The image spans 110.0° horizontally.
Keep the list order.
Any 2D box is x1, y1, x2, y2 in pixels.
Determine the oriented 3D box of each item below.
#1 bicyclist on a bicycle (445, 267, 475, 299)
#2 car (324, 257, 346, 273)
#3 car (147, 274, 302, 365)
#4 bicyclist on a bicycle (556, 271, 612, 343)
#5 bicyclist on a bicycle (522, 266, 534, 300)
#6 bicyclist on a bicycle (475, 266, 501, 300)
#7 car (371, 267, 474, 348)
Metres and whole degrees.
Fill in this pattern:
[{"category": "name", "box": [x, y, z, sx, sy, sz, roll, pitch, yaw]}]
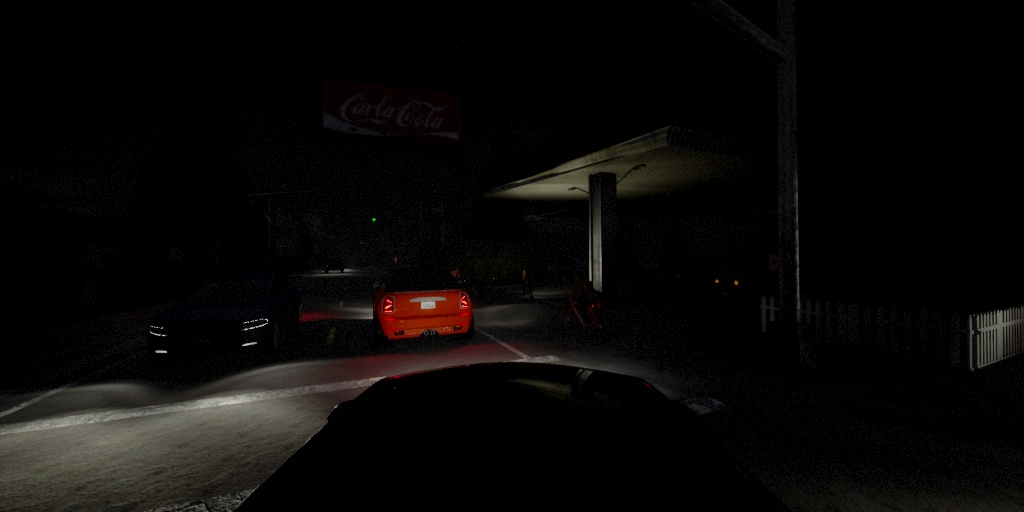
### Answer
[{"category": "bicyclist on a bicycle", "box": [-2.617, 1.316, 16.374, 1.656, 1.620, 0.582, 1, 0, 37]}, {"category": "car", "box": [-23.680, 1.201, 47.821, 2.150, 2.045, 5.566, -1, 0, -25]}, {"category": "car", "box": [-6.253, 1.216, 8.379, 1.882, 1.535, 5.008, -1, 0, -23]}, {"category": "bicyclist on a bicycle", "box": [1.709, 1.199, 8.660, 0.582, 1.620, 1.656, 3, -2, -42]}, {"category": "bicyclist on a bicycle", "box": [0.800, 1.330, 17.870, 0.582, 1.620, 1.656, -1, 0, 16]}, {"category": "bicyclist on a bicycle", "box": [-1.309, 1.342, 17.756, 1.656, 1.620, 0.582, 0, 0, -21]}, {"category": "car", "box": [-2.539, 1.056, 9.447, 2.097, 1.767, 4.553, -1, 0, -22]}]
